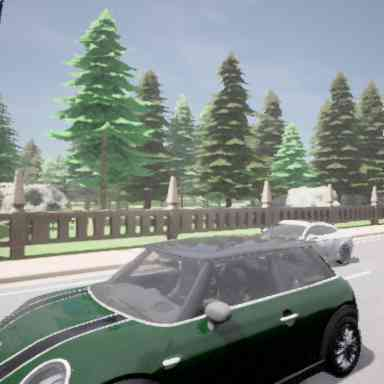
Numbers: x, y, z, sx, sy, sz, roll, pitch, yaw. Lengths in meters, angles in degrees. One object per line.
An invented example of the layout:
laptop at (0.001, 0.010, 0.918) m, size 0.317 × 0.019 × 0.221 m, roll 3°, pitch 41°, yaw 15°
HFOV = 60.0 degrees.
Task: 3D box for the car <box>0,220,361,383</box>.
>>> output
car at (0.012, 1.383, 4.009) m, size 4.553 × 1.767 × 2.097 m, roll 1°, pitch -1°, yaw -36°

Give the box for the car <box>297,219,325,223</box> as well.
car at (3.427, 1.645, 10.799) m, size 4.674 × 1.442 × 1.812 m, roll 1°, pitch -1°, yaw -36°
